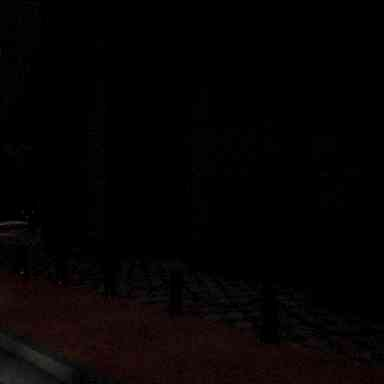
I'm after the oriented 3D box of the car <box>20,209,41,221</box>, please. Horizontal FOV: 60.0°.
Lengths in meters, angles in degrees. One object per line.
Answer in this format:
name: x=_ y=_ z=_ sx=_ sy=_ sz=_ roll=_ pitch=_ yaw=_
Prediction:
car: x=-11.666 y=1.659 z=27.819 sx=1.895 sy=1.301 sz=4.718 roll=0 pitch=0 yaw=35
